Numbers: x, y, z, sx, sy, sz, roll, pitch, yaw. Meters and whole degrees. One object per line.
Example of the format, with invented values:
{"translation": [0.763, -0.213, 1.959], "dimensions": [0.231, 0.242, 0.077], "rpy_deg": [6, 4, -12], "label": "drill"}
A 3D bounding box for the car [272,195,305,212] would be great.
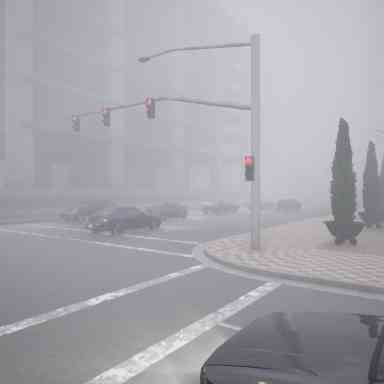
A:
{"translation": [11.711, 1.504, 39.891], "dimensions": [1.837, 1.490, 4.892], "rpy_deg": [0, 0, 36], "label": "car"}

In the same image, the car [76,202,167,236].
{"translation": [-3.735, 1.526, 18.517], "dimensions": [1.812, 1.442, 4.674], "rpy_deg": [0, 0, 36], "label": "car"}

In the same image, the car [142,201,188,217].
{"translation": [-2.518, 1.601, 32.484], "dimensions": [1.895, 1.301, 4.718], "rpy_deg": [0, 0, 36], "label": "car"}

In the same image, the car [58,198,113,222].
{"translation": [-7.773, 1.352, 25.206], "dimensions": [2.097, 1.767, 4.553], "rpy_deg": [0, 0, 36], "label": "car"}

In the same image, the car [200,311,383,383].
{"translation": [2.598, 1.547, 2.110], "dimensions": [5.357, 1.411, 2.033], "rpy_deg": [0, 0, 36], "label": "car"}

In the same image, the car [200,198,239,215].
{"translation": [2.964, 1.601, 34.095], "dimensions": [1.895, 1.301, 4.718], "rpy_deg": [0, 0, 36], "label": "car"}

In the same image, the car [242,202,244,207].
{"translation": [9.174, 1.601, 48.626], "dimensions": [1.895, 1.301, 4.718], "rpy_deg": [0, 0, 36], "label": "car"}

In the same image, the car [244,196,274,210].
{"translation": [8.804, 1.526, 42.167], "dimensions": [1.812, 1.442, 4.674], "rpy_deg": [0, 0, 36], "label": "car"}

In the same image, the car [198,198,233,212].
{"translation": [2.920, 1.478, 40.011], "dimensions": [1.882, 1.535, 5.008], "rpy_deg": [0, 0, 36], "label": "car"}

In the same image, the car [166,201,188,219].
{"translation": [-2.165, 1.564, 26.993], "dimensions": [1.994, 1.385, 4.181], "rpy_deg": [0, 0, 36], "label": "car"}
